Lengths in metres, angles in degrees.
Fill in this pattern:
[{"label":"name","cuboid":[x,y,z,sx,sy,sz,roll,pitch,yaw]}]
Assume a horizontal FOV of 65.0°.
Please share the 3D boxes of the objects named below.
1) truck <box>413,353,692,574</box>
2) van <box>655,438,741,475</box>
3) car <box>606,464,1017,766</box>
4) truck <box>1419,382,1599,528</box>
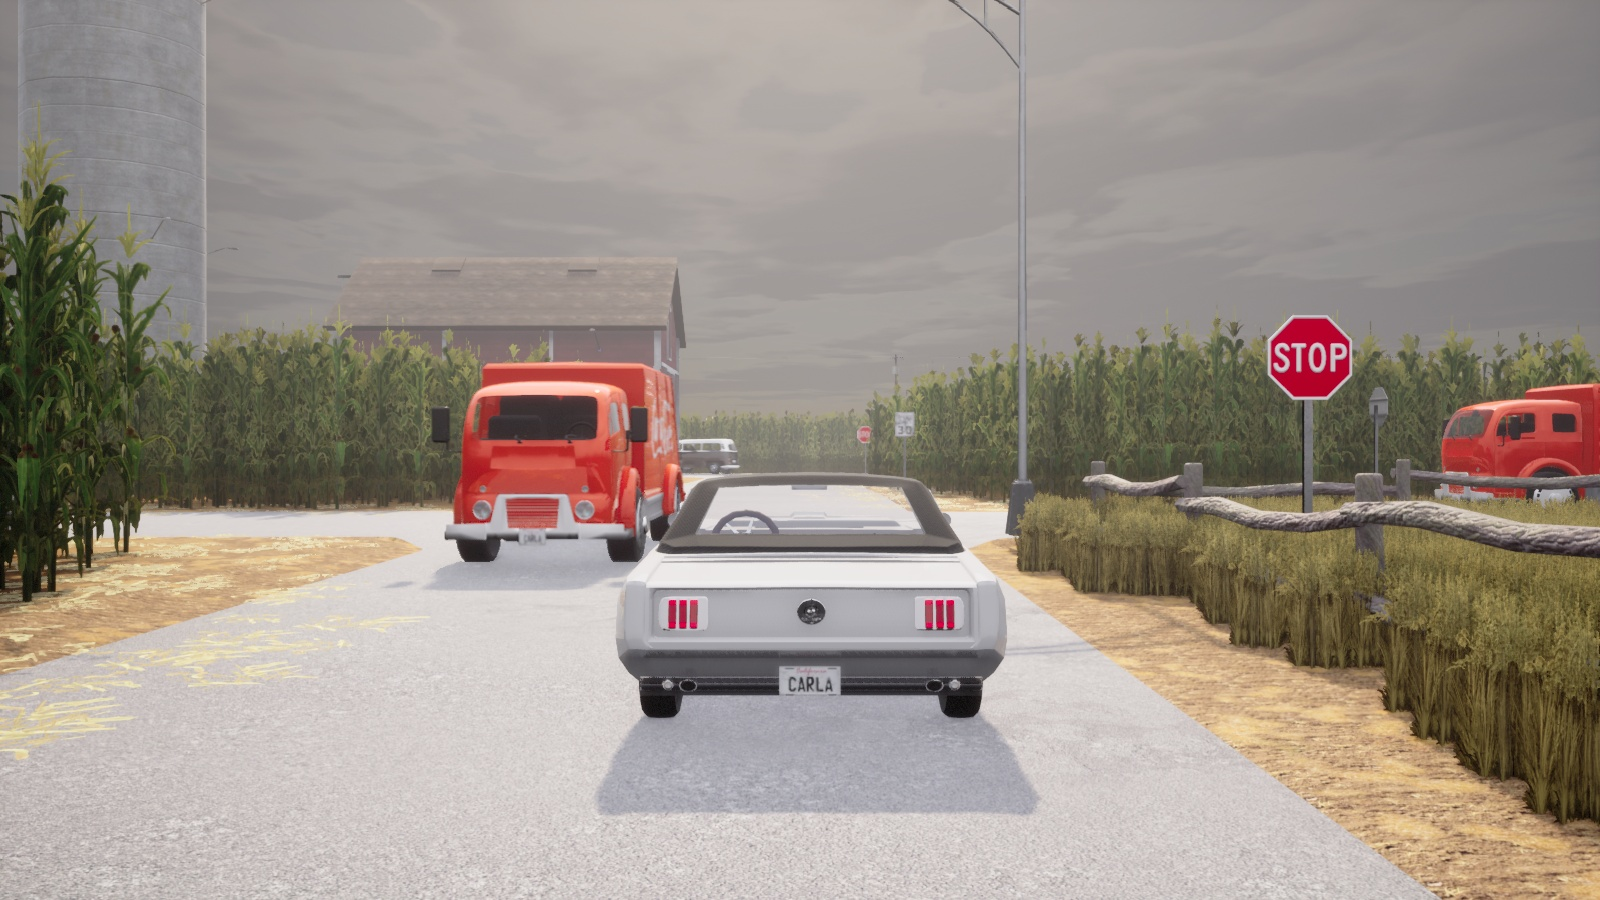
[{"label":"truck","cuboid":[-2.991,0.097,16.625,2.627,2.467,5.204,0,1,0]},{"label":"van","cuboid":[-5.890,0.377,72.604,4.480,2.038,2.069,0,-1,19]},{"label":"car","cuboid":[0.061,0.786,8.142,1.895,1.301,4.718,0,1,0]},{"label":"truck","cuboid":[14.397,0.101,22.593,5.204,2.467,2.627,1,0,0]}]
